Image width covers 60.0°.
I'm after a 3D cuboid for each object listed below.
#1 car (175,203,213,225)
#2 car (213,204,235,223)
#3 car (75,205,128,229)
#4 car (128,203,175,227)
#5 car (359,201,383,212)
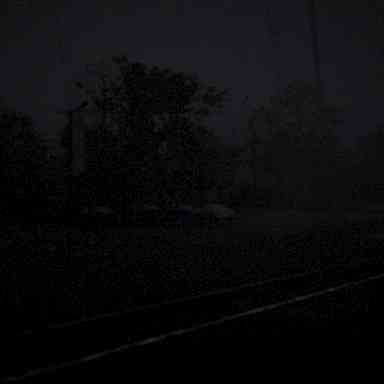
[{"bbox_3d":[-0.964,1.617,25.842,2.097,1.535,5.008,1,0,-35],"label":"car"},{"bbox_3d":[1.606,1.691,27.659,2.002,1.452,4.674,1,0,-35],"label":"car"},{"bbox_3d":[-6.297,1.587,22.039,2.002,1.452,4.674,1,0,-35],"label":"car"},{"bbox_3d":[-3.625,1.583,23.936,2.231,1.521,4.892,1,0,-35],"label":"car"},{"bbox_3d":[24.823,1.961,44.162,2.097,1.535,5.008,1,-1,-35],"label":"car"}]
